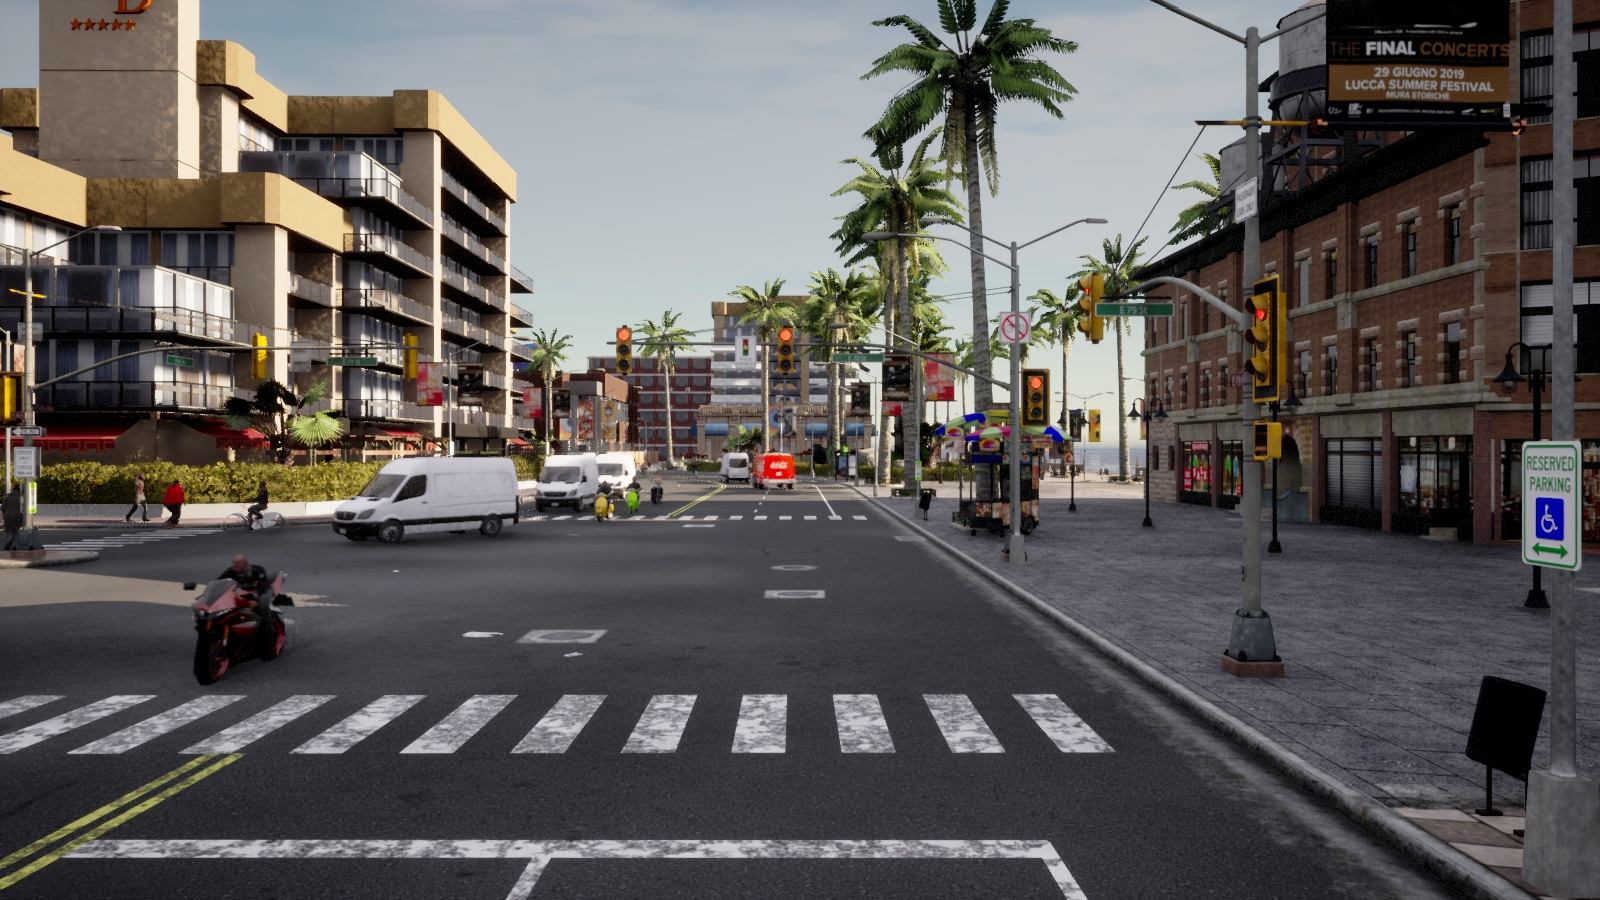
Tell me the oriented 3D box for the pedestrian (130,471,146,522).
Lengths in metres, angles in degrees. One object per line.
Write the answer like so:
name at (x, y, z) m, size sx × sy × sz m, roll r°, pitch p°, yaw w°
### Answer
pedestrian at (-24.180, 1.696, 41.746) m, size 0.375 × 1.860 × 0.375 m, roll 0°, pitch 0°, yaw 6°

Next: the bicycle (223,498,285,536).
bicycle at (-18.065, 2.210, 37.800) m, size 1.835 × 1.171 × 0.329 m, roll 0°, pitch 0°, yaw -31°

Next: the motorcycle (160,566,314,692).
motorcycle at (-7.059, 2.205, 14.473) m, size 0.867 × 1.251 × 2.209 m, roll 0°, pitch 0°, yaw 0°

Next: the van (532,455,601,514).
van at (-10.787, 1.534, 53.309) m, size 1.988 × 2.561 × 5.915 m, roll 0°, pitch 0°, yaw 0°

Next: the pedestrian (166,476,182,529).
pedestrian at (-22.191, 1.846, 40.479) m, size 0.375 × 1.860 × 0.375 m, roll 0°, pitch 0°, yaw -2°

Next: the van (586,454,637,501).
van at (-10.861, 1.534, 66.265) m, size 1.988 × 2.561 × 5.915 m, roll 0°, pitch 0°, yaw 0°

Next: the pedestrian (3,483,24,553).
pedestrian at (-21.414, 1.848, 31.118) m, size 0.375 × 1.860 × 0.375 m, roll 0°, pitch 0°, yaw -13°

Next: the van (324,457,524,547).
van at (-11.754, 1.535, 36.141) m, size 1.988 × 2.561 × 5.915 m, roll 0°, pitch 0°, yaw 37°
